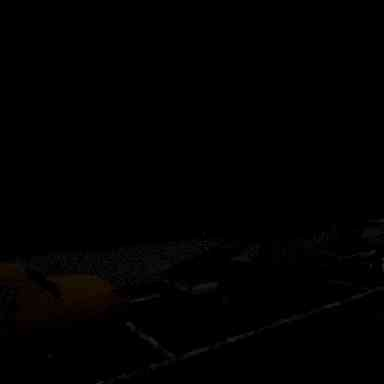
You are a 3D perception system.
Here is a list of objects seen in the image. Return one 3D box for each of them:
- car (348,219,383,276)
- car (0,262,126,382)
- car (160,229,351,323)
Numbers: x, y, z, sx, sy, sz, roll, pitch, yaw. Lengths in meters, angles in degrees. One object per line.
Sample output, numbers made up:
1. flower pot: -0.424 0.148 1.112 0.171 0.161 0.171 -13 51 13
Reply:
1. car: 5.755 1.541 10.238 4.403 1.369 2.008 0 0 -35
2. car: -3.225 1.526 3.893 4.829 1.417 1.752 0 0 -35
3. car: 1.334 1.578 7.115 4.206 1.307 1.802 0 0 -35
